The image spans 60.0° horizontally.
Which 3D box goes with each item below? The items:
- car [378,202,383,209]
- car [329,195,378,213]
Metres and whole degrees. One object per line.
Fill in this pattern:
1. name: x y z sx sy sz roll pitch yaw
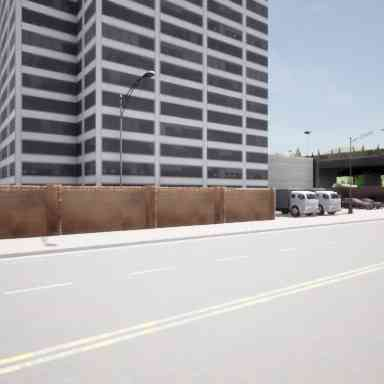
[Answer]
1. car: 22.958 1.534 44.101 1.994 1.385 4.181 0 0 -36
2. car: 20.230 1.494 41.897 1.812 1.442 4.674 0 0 -36
